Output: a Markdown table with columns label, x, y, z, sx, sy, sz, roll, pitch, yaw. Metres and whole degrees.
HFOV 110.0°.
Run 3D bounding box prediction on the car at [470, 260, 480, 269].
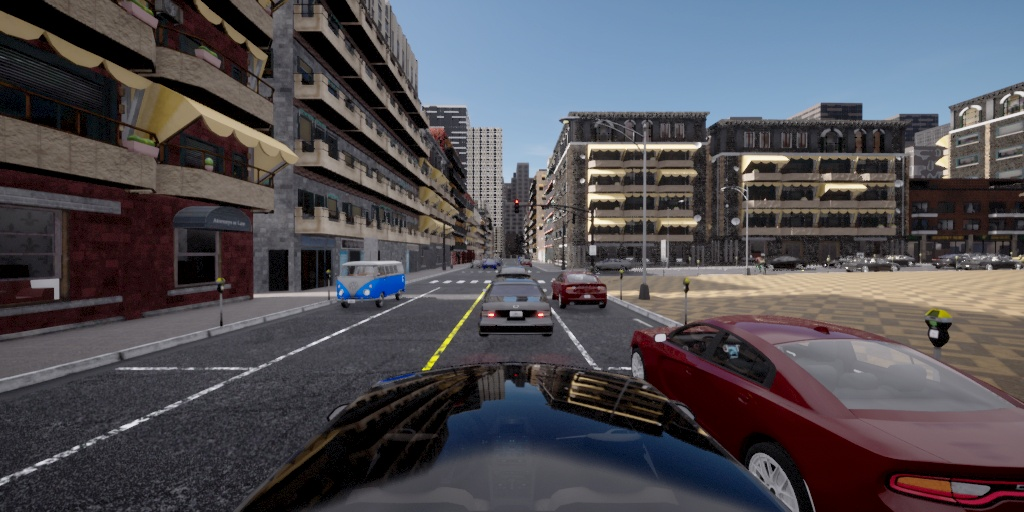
| label | x | y | z | sx | sy | sz | roll | pitch | yaw |
| --- | --- | --- | --- | --- | --- | --- | --- | --- | --- |
| car | -5.813 | 1.321 | 58.346 | 2.007 | 1.370 | 4.403 | 0 | 0 | 0 |

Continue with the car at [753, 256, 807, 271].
| label | x | y | z | sx | sy | sz | roll | pitch | yaw |
| --- | --- | --- | --- | --- | --- | --- | --- | --- | --- |
| car | 28.388 | 0.747 | 38.119 | 5.008 | 1.535 | 1.882 | -1 | 0 | -1 |

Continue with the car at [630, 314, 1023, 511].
| label | x | y | z | sx | sy | sz | roll | pitch | yaw |
| --- | --- | --- | --- | --- | --- | --- | --- | --- | --- |
| car | 2.685 | 1.295 | 3.836 | 1.888 | 1.381 | 4.507 | 0 | 0 | 0 |

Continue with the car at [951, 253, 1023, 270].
| label | x | y | z | sx | sy | sz | roll | pitch | yaw |
| --- | --- | --- | --- | --- | --- | --- | --- | --- | --- |
| car | 43.548 | 0.631 | 32.581 | 4.403 | 1.370 | 2.007 | 0 | 0 | -1 |

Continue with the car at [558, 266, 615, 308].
| label | x | y | z | sx | sy | sz | roll | pitch | yaw |
| --- | --- | --- | --- | --- | --- | --- | --- | --- | --- |
| car | 2.661 | 1.295 | 14.888 | 1.888 | 1.381 | 4.507 | 0 | 0 | 0 |

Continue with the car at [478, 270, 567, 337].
| label | x | y | z | sx | sy | sz | roll | pitch | yaw |
| --- | --- | --- | --- | --- | --- | --- | --- | --- | --- |
| car | 0.083 | 1.297 | 10.261 | 2.033 | 1.411 | 5.357 | 0 | 0 | 0 |

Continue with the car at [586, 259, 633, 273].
| label | x | y | z | sx | sy | sz | roll | pitch | yaw |
| --- | --- | --- | --- | --- | --- | --- | --- | --- | --- |
| car | 10.238 | 1.045 | 38.079 | 4.902 | 1.511 | 2.128 | -1 | 0 | 3 |

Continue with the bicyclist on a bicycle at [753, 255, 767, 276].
| label | x | y | z | sx | sy | sz | roll | pitch | yaw |
| --- | --- | --- | --- | --- | --- | --- | --- | --- | --- |
| bicyclist on a bicycle | 20.186 | 0.771 | 29.247 | 0.582 | 1.620 | 1.656 | -1 | 0 | -1 |

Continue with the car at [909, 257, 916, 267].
| label | x | y | z | sx | sy | sz | roll | pitch | yaw |
| --- | --- | --- | --- | --- | --- | --- | --- | --- | --- |
| car | 43.412 | 0.564 | 40.961 | 4.403 | 1.370 | 2.007 | 0 | 0 | -1 |

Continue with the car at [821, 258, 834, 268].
| label | x | y | z | sx | sy | sz | roll | pitch | yaw |
| --- | --- | --- | --- | --- | --- | --- | --- | --- | --- |
| car | 37.844 | 0.666 | 40.870 | 4.313 | 1.339 | 1.948 | 0 | 0 | -1 |

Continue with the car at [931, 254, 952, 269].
| label | x | y | z | sx | sy | sz | roll | pitch | yaw |
| --- | --- | --- | --- | --- | --- | --- | --- | --- | --- |
| car | 44.309 | 0.538 | 35.231 | 4.902 | 1.511 | 2.128 | -1 | 0 | 0 |

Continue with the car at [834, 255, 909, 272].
| label | x | y | z | sx | sy | sz | roll | pitch | yaw |
| --- | --- | --- | --- | --- | --- | --- | --- | --- | --- |
| car | 32.412 | 0.805 | 32.400 | 4.403 | 1.370 | 2.007 | 0 | 0 | -1 |

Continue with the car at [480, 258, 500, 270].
| label | x | y | z | sx | sy | sz | roll | pitch | yaw |
| --- | --- | --- | --- | --- | --- | --- | --- | --- | --- |
| car | -3.201 | 1.243 | 52.616 | 1.882 | 1.535 | 5.008 | 0 | 0 | 0 |

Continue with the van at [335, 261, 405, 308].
| label | x | y | z | sx | sy | sz | roll | pitch | yaw |
| --- | --- | --- | --- | --- | --- | --- | --- | --- | --- |
| van | -5.720 | 1.091 | 14.871 | 1.690 | 1.789 | 3.998 | 0 | 0 | 0 |

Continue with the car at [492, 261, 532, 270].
| label | x | y | z | sx | sy | sz | roll | pitch | yaw |
| --- | --- | --- | --- | --- | --- | --- | --- | --- | --- |
| car | 0.061 | 1.229 | 20.090 | 1.882 | 1.535 | 5.008 | 0 | 0 | 0 |

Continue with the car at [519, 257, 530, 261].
| label | x | y | z | sx | sy | sz | roll | pitch | yaw |
| --- | --- | --- | --- | --- | --- | --- | --- | --- | --- |
| car | 2.555 | 1.215 | 63.887 | 1.967 | 1.591 | 4.097 | 0 | 0 | 0 |
